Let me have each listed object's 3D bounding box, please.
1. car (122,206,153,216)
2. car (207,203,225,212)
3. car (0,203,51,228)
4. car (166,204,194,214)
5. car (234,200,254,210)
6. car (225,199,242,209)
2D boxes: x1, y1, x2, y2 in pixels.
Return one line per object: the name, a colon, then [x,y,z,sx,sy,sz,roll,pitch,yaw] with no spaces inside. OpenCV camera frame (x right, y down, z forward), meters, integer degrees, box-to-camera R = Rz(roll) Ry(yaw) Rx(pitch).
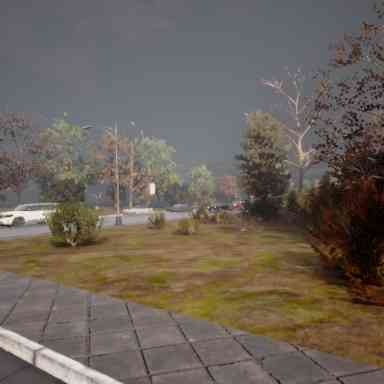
car: [-7.765,2.669,47.607,1.895,1.301,4.718,-3,-2,32]
car: [4.288,2.434,53.301,1.895,1.301,4.718,-3,-2,32]
car: [-14.667,2.062,30.255,2.150,2.045,5.566,-3,-2,33]
car: [-1.791,2.499,50.507,2.033,1.411,5.357,-3,-2,32]
car: [9.732,2.404,61.890,1.882,1.535,5.008,-3,-2,33]
car: [7.594,2.036,52.009,2.097,1.767,4.553,-3,-2,32]
